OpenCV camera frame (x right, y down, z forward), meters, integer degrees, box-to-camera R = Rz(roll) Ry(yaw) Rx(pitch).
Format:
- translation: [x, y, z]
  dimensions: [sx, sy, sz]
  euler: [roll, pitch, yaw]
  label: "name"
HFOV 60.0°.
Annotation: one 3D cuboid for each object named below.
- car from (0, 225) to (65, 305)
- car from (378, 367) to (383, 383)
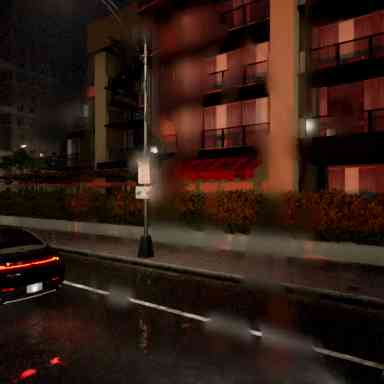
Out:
- translation: [-4.857, 1.505, 7.484]
  dimensions: [4.892, 1.490, 1.837]
  euler: [0, 0, 35]
  label: "car"
- translation: [3.784, 1.547, 1.376]
  dimensions: [5.357, 1.411, 2.033]
  euler: [0, 0, 35]
  label: "car"
